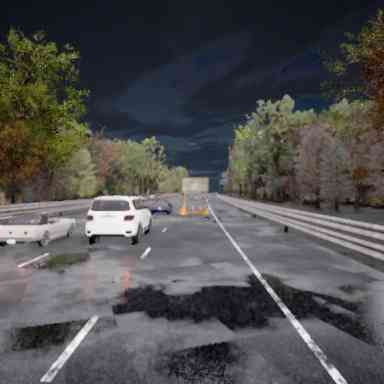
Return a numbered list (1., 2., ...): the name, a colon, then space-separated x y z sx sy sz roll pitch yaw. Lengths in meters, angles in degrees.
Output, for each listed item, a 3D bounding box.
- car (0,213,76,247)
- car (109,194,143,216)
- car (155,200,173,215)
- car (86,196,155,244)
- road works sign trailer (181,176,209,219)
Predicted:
1. car: -6.812 1.584 14.806 1.895 1.301 4.718 0 0 0
2. car: -6.380 1.201 32.741 2.097 1.767 4.553 8 -1 1
3. car: -3.010 1.518 33.635 1.994 1.385 4.181 0 0 1
4. car: -3.296 1.203 15.865 2.150 2.045 5.566 0 0 1
5. road works sign trailer: 0.278 0.427 28.353 2.380 3.560 2.880 0 0 2
